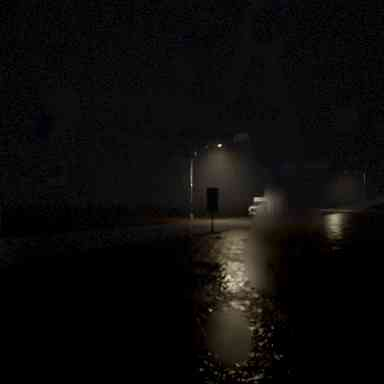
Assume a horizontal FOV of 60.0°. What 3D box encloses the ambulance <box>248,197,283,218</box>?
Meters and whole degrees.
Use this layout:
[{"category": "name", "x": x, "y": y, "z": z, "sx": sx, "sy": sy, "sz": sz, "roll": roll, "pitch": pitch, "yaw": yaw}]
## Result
[{"category": "ambulance", "x": 9.178, "y": 1.902, "z": 41.416, "sx": 2.351, "sy": 2.431, "sz": 6.366, "roll": 0, "pitch": -1, "yaw": 36}]
